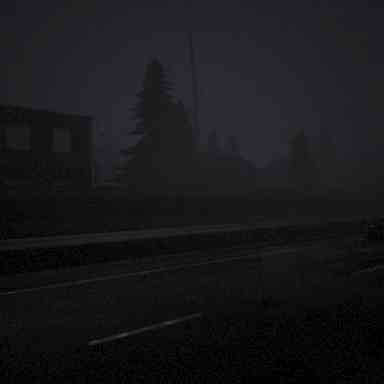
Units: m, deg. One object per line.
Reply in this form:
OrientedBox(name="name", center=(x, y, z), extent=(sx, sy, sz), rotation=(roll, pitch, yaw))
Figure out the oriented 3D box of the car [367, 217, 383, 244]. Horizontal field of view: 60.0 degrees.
OrientedBox(name="car", center=(9.776, 1.618, 15.016), extent=(4.181, 1.385, 1.994), rotation=(0, 0, -35))
